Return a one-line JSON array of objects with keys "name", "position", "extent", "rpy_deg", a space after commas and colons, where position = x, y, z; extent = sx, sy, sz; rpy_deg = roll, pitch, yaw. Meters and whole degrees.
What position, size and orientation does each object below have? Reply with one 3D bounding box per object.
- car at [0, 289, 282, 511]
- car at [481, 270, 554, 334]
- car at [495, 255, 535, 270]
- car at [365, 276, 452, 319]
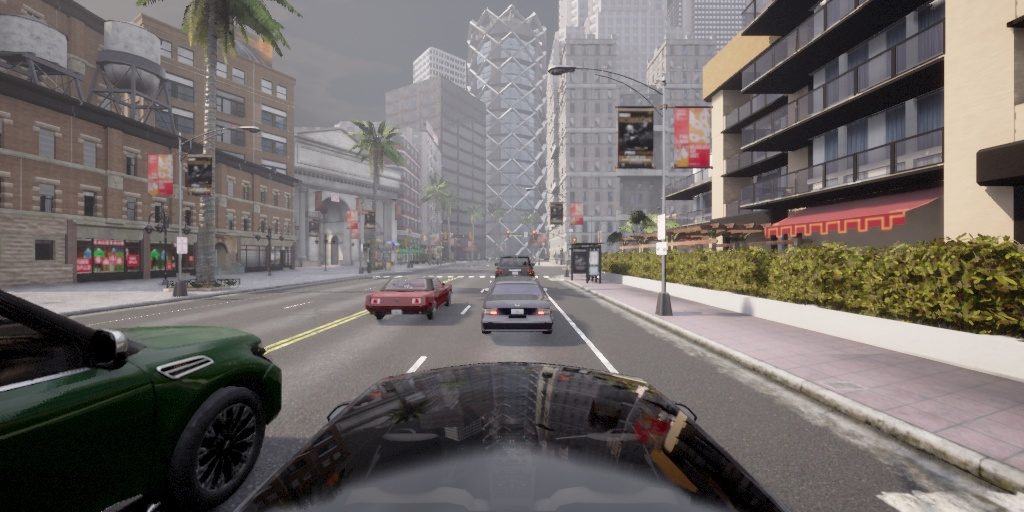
[{"name": "car", "position": [-3.340, 0.968, 1.169], "extent": [2.150, 2.045, 5.566], "rpy_deg": [0, 0, 0]}, {"name": "car", "position": [0.129, 1.297, 10.579], "extent": [2.033, 1.411, 5.357], "rpy_deg": [0, 0, 0]}, {"name": "car", "position": [0.166, 0.971, 20.830], "extent": [2.150, 2.045, 5.566], "rpy_deg": [0, 0, 0]}, {"name": "car", "position": [-3.359, 1.351, 12.712], "extent": [1.895, 1.301, 4.718], "rpy_deg": [0, 0, 0]}]
